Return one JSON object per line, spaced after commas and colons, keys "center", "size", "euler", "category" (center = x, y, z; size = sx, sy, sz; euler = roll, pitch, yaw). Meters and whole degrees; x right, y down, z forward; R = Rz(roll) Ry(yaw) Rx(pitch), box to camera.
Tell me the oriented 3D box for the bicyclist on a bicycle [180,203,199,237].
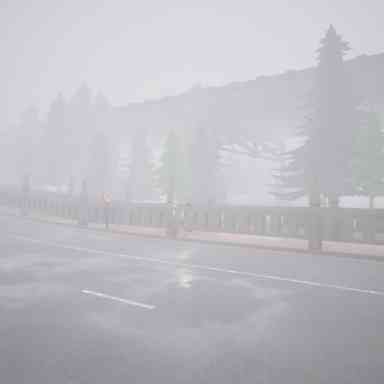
{"center": [-0.090, 1.345, 16.115], "size": [0.582, 1.620, 1.656], "euler": [0, -3, 33], "category": "bicyclist on a bicycle"}
